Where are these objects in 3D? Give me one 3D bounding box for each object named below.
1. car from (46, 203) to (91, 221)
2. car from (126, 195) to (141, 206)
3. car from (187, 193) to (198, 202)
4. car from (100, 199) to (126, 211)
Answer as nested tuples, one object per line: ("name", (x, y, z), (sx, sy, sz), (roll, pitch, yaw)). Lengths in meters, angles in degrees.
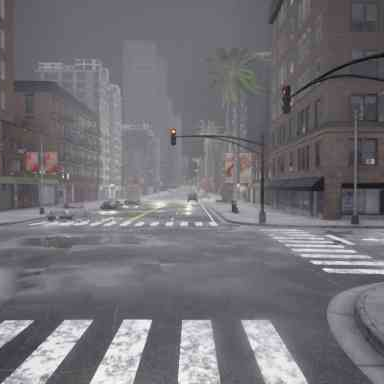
("car", (-9.937, 1.594, 27.023), (1.895, 1.301, 4.718), (0, 0, 3))
("car", (-9.780, 1.325, 55.004), (2.097, 1.767, 4.553), (0, 0, 0))
("car", (0.122, 1.163, 71.965), (2.150, 2.045, 5.566), (0, 0, 0))
("car", (-9.813, 1.551, 40.680), (1.994, 1.385, 4.181), (0, 0, 0))
